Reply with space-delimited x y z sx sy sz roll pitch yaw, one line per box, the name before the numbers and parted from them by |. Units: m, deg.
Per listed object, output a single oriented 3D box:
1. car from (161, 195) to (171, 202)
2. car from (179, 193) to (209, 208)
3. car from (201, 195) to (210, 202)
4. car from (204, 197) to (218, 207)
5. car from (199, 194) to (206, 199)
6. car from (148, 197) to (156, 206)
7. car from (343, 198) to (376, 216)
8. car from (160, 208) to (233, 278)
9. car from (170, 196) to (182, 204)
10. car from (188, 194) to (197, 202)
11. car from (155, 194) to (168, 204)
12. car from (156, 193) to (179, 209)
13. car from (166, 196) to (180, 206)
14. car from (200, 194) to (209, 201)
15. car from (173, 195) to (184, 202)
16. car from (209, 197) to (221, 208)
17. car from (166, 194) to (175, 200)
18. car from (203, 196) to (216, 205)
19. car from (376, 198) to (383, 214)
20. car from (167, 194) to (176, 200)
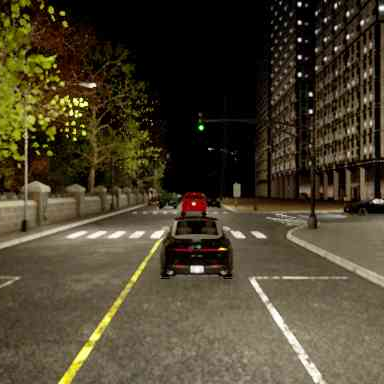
car | -5.516 1.337 72.112 1.752 1.417 4.829 0 0 0
car | 0.173 1.128 31.362 2.150 2.045 5.566 0 0 0
car | 2.865 1.357 72.262 1.887 1.381 4.507 0 0 0
car | 2.810 1.426 49.731 1.947 1.339 4.313 0 0 0
car | 2.918 1.326 94.790 2.008 1.369 4.403 0 0 0
car | -5.570 1.441 49.751 1.802 1.307 4.206 0 0 0
car | 14.736 1.213 27.279 4.181 1.385 1.994 -1 0 0
car | 0.124 1.475 9.971 1.837 1.490 4.892 0 1 0
car | -2.881 1.436 60.473 1.895 1.301 4.718 0 0 1
car | 0.170 1.283 70.975 1.882 1.535 5.008 0 0 0
car | -5.542 1.274 61.016 1.967 1.590 4.097 0 0 0
car | -2.987 1.098 42.934 2.150 2.045 5.566 0 0 0
car | -2.929 1.418 52.311 1.994 1.385 4.181 0 0 1
car | 2.879 1.242 77.893 1.967 1.590 4.097 0 0 0
car | -2.831 1.325 71.114 2.128 1.511 4.902 0 0 0
car | 2.797 1.440 44.099 1.947 1.339 4.313 0 0 0
car | -5.488 1.233 83.545 1.967 1.590 4.097 0 0 0
car | 2.824 1.413 55.364 1.947 1.339 4.313 0 0 0
car | 14.725 1.208 21.478 4.313 1.339 1.947 -1 1 0
car | -5.476 1.328 89.177 1.887 1.381 4.507 0 0 0
